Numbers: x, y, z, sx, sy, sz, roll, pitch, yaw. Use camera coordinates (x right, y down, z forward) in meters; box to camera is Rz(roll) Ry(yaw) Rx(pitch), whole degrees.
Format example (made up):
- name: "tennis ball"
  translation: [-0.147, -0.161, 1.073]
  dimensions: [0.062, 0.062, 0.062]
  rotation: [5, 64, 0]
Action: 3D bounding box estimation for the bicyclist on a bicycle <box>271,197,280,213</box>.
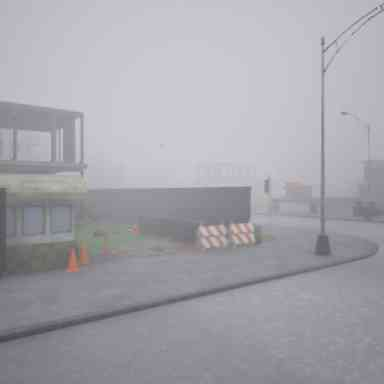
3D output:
- name: "bicyclist on a bicycle"
  translation: [8.659, 1.336, 34.801]
  dimensions: [1.656, 1.620, 0.582]
  rotation: [0, 0, -36]
